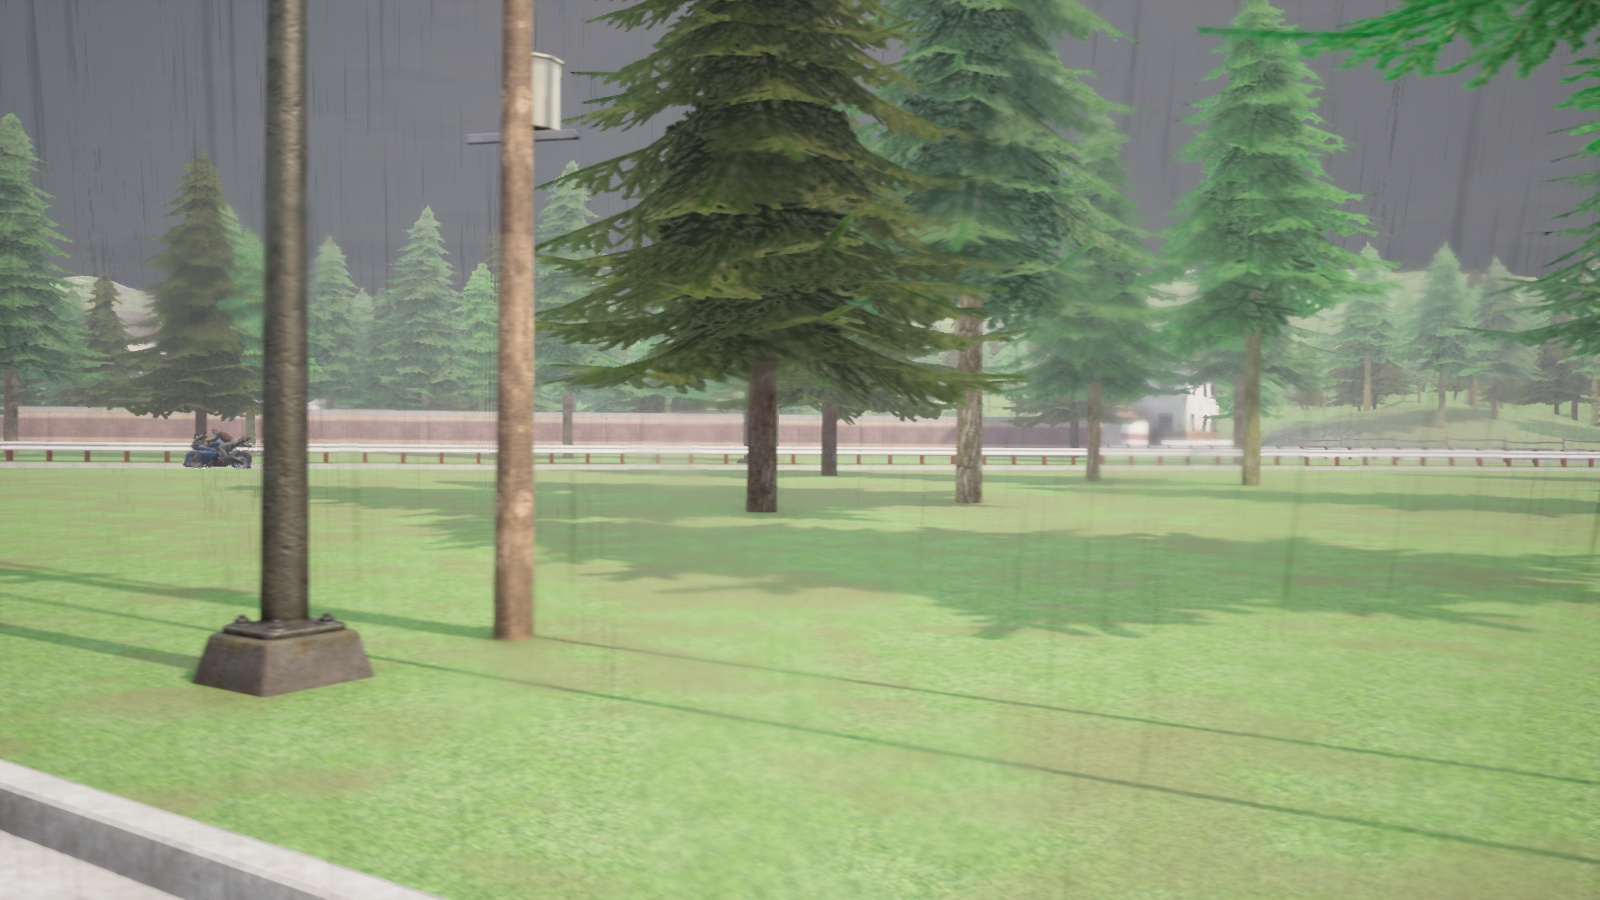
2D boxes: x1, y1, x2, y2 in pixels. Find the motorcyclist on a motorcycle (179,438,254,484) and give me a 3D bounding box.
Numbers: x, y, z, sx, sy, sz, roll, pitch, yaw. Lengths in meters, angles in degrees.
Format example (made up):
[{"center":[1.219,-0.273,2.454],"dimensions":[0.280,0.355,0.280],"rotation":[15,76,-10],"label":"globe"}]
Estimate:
[{"center":[-20.130,0.359,43.363],"dimensions":[2.191,1.530,0.866],"rotation":[-1,1,-9],"label":"motorcyclist on a motorcycle"}]
